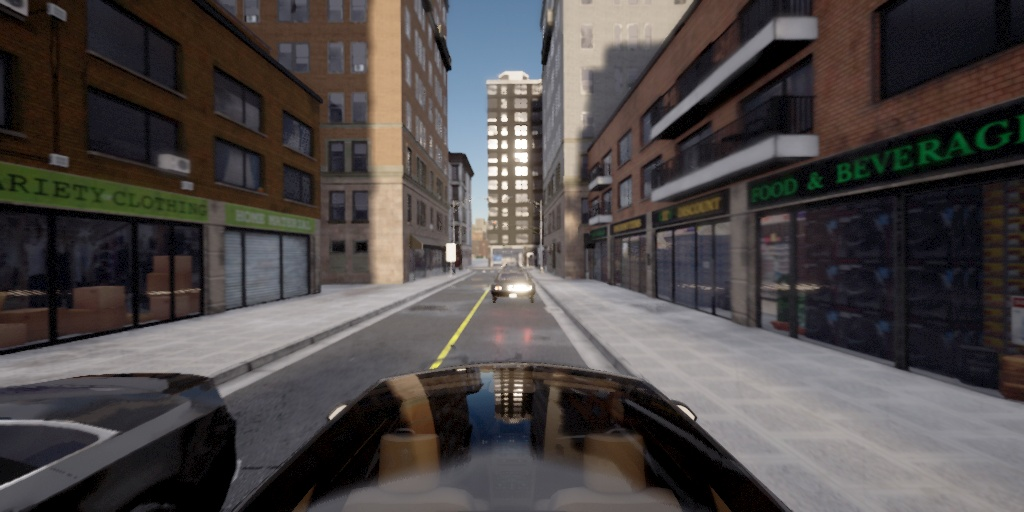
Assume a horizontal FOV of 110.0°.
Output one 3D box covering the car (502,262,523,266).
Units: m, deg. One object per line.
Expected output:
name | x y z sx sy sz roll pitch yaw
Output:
car | 0.035 1.277 33.473 1.994 1.385 4.181 0 0 0

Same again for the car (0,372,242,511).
car | -2.763 1.265 0.378 2.128 1.511 4.902 0 0 0

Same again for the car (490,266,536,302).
car | 0.055 1.332 16.793 1.895 1.301 4.718 0 0 0
